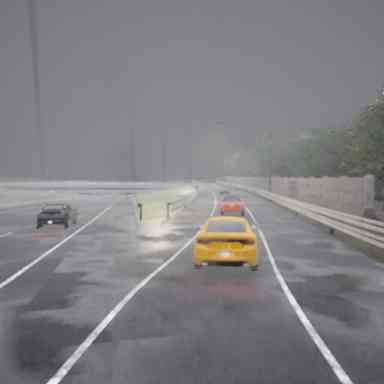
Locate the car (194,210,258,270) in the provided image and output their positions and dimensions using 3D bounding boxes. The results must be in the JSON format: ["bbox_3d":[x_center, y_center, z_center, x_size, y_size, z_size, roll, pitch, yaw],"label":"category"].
[{"bbox_3d":[1.223,1.592,11.589,1.882,1.535,5.008,0,-1,7],"label":"car"}]

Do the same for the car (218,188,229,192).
[{"bbox_3d":[5.866,-0.118,61.285,1.895,1.301,4.718,0,3,1],"label":"car"}]

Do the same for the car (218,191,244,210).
[{"bbox_3d":[3.690,1.105,30.834,2.097,1.767,4.553,0,2,7],"label":"car"}]

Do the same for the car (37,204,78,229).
[{"bbox_3d":[-8.900,1.536,22.212,1.837,1.490,4.892,0,0,-10],"label":"car"}]
